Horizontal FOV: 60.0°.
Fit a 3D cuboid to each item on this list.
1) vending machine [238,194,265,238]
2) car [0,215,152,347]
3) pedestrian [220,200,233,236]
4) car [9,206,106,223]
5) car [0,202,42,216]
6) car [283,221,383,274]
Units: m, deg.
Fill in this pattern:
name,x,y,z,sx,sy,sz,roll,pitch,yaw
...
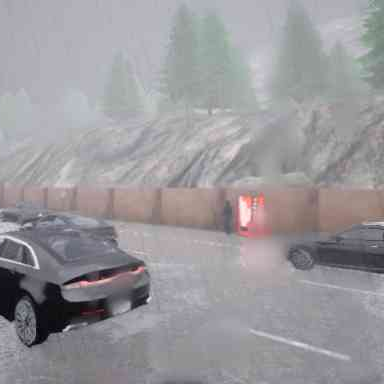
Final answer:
name,x,y,z,sx,sy,sz,roll,pitch,yaw
vending machine,2.986,1.163,16.714,0.880,2.100,1.100,1,0,38
car,-2.919,1.439,6.291,4.902,1.511,2.128,1,0,38
pedestrian,1.783,1.250,16.554,0.375,1.860,0.375,1,0,39
car,-4.578,1.433,12.072,4.674,1.442,1.812,1,0,39
car,-10.836,1.369,21.737,4.181,1.385,1.994,1,0,40
car,4.902,1.543,9.211,4.674,1.442,1.812,1,1,37
